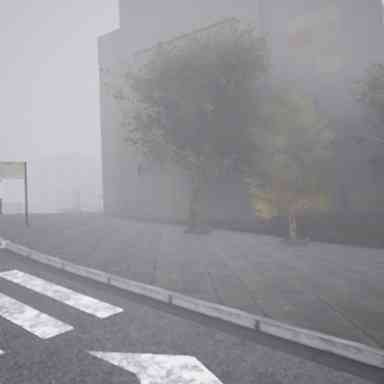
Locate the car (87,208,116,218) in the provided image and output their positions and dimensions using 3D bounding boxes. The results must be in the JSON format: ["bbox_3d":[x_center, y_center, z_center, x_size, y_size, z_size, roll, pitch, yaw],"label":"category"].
[{"bbox_3d":[-17.398,4.092,64.073,5.366,1.575,1.946,-4,-7,25],"label":"car"}]

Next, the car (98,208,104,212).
[{"bbox_3d":[-18.461,3.710,61.371,4.553,1.767,2.185,-4,-6,25],"label":"car"}]

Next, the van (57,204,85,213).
[{"bbox_3d":[-20.991,3.177,56.438,4.442,1.987,1.878,-4,-6,25],"label":"van"}]

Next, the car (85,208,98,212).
[{"bbox_3d":[-19.691,3.606,58.866,5.008,1.535,2.097,-4,-6,25],"label":"car"}]
